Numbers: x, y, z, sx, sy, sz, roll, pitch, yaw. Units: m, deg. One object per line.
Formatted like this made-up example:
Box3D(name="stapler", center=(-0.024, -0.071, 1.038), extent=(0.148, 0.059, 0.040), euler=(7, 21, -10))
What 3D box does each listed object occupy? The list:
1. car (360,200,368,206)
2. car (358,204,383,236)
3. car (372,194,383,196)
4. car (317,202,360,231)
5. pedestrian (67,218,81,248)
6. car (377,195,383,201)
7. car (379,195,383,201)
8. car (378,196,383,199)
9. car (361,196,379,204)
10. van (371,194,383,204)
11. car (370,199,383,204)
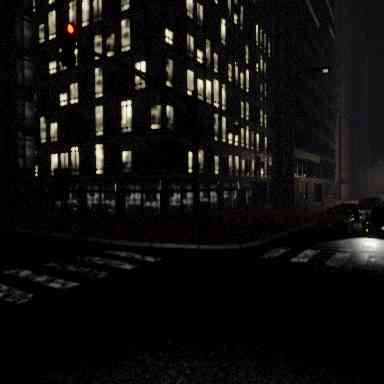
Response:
Box3D(name="car", center=(11.909, 1.526, 25.237), extent=(1.947, 1.339, 4.313), euler=(-1, 0, 32))
Box3D(name="car", center=(10.161, 1.535, 17.462), extent=(1.994, 1.385, 4.181), euler=(0, 0, 32))
Box3D(name="car", center=(26.807, 1.467, 49.266), extent=(1.887, 1.381, 4.507), euler=(-1, 0, 32))
Box3D(name="car", center=(8.840, 1.494, 20.287), extent=(1.752, 1.417, 4.829), euler=(-1, 0, 32))
Box3D(name="pedestrian", center=(-4.279, 1.491, 12.186), extent=(0.500, 1.100, 0.500), euler=(0, 1, 33))
Box3D(name="car", center=(44.684, 1.429, 78.101), extent=(2.008, 1.369, 4.403), euler=(-1, 0, 32))
Box3D(name="car", center=(47.664, 1.453, 82.907), extent=(1.802, 1.307, 4.206), euler=(-1, 0, 32))
Box3D(name="car", center=(20.521, 1.436, 33.998), extent=(2.128, 1.511, 4.902), euler=(0, 0, 32))
Box3D(name="car", center=(20.847, 1.482, 39.654), extent=(1.887, 1.381, 4.507), euler=(-1, 0, 32))
Box3D(name="van", center=(32.763, 1.248, 58.879), extent=(1.690, 1.788, 3.998), euler=(-1, 0, 32))
Box3D(name="car", center=(15.125, 1.505, 25.413), extent=(2.033, 1.411, 5.357), euler=(0, 0, 32))
